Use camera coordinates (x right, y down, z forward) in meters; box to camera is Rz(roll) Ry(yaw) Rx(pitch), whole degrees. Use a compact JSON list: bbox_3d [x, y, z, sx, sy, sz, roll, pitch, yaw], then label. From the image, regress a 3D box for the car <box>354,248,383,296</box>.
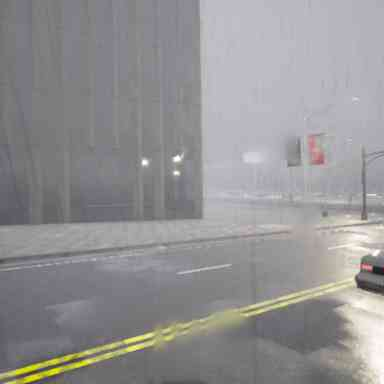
[{"bbox_3d":[5.880,1.592,7.657,5.357,1.411,2.033,0,0,-36],"label":"car"}]
